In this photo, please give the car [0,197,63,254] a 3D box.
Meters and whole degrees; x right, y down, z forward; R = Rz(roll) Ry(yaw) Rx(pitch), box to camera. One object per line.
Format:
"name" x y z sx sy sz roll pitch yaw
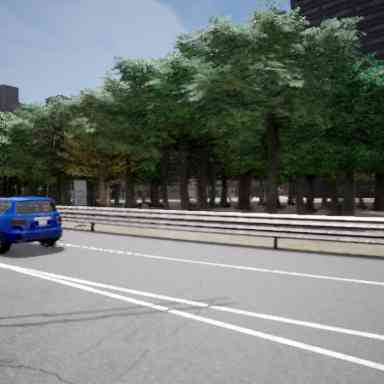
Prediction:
"car" -7.652 1.224 13.680 5.566 2.045 2.150 0 0 35
